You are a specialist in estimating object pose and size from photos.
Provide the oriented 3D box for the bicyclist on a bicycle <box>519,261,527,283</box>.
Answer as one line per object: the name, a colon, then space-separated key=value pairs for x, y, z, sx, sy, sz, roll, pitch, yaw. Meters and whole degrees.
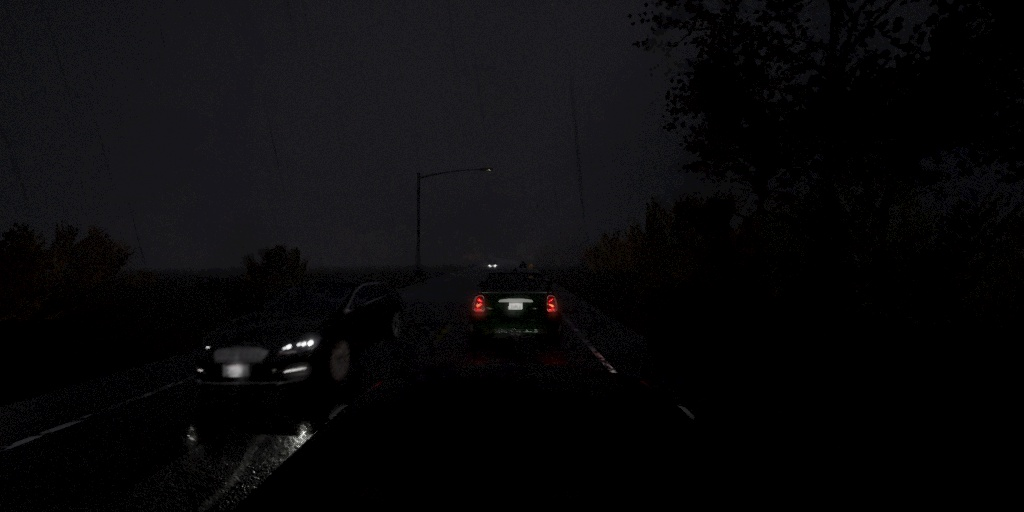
bicyclist on a bicycle: x=0.842 y=1.193 z=27.290 sx=0.582 sy=1.620 sz=1.656 roll=0 pitch=0 yaw=0

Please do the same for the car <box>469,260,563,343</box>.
car: x=0.073 y=1.099 z=9.829 sx=2.097 sy=1.767 sz=4.553 roll=0 pitch=0 yaw=0

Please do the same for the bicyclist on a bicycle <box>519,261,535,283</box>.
bicyclist on a bicycle: x=0.904 y=1.181 z=17.173 sx=0.866 sy=1.612 sz=1.509 roll=0 pitch=0 yaw=0

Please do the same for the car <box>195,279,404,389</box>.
car: x=-3.618 y=1.239 z=7.143 sx=2.128 sy=1.511 sz=4.902 roll=0 pitch=0 yaw=0
